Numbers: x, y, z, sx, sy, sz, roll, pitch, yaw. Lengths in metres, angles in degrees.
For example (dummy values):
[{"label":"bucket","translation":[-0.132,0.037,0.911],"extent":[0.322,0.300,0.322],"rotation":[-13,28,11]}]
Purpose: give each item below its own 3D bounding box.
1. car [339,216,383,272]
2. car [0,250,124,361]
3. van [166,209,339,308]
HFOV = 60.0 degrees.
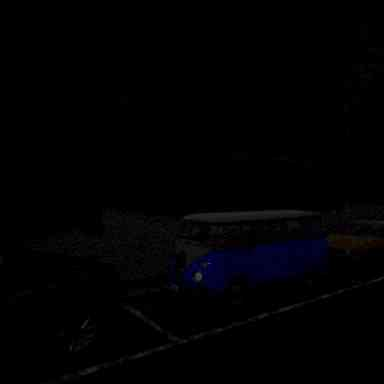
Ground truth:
[{"label":"car","translation":[5.682,1.493,10.654],"extent":[4.829,1.417,1.752],"rotation":[0,0,-35]},{"label":"car","translation":[-3.058,1.566,4.471],"extent":[4.313,1.339,1.947],"rotation":[0,0,-35]},{"label":"van","translation":[1.380,1.324,7.611],"extent":[3.998,1.788,1.690],"rotation":[0,0,-35]}]
